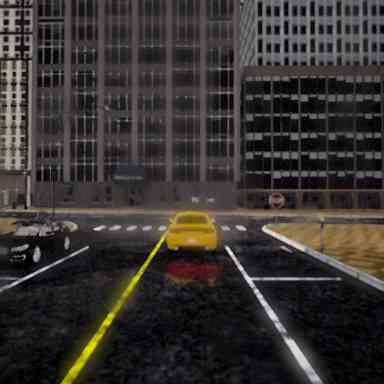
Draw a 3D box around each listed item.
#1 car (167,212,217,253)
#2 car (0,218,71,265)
[{"bbox_3d":[0.010,1.615,14.466,1.882,1.535,5.008,0,0,0],"label":"car"},{"bbox_3d":[-5.810,1.665,12.059,2.008,1.369,4.403,1,-1,0],"label":"car"}]
